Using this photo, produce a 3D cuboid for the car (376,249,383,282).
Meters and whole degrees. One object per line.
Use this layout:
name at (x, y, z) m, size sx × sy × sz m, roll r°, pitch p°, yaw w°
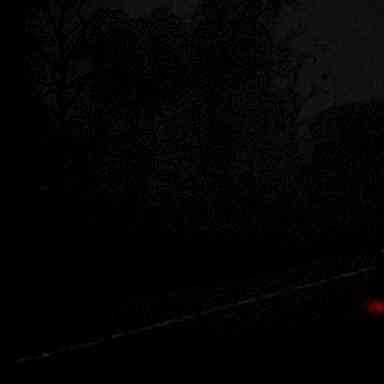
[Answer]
car at (6.503, 1.559, 8.381) m, size 4.181 × 1.385 × 1.994 m, roll 0°, pitch 0°, yaw -35°
